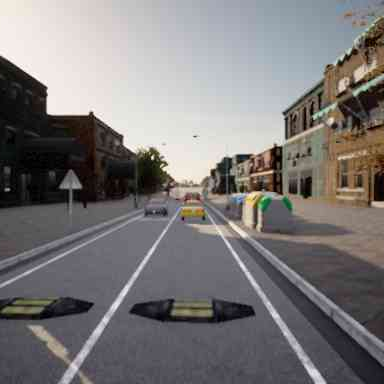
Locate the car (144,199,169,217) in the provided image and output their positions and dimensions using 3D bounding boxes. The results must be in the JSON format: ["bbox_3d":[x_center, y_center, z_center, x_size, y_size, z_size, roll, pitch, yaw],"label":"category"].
[{"bbox_3d":[-3.090,1.367,29.578,1.837,1.490,4.892,0,0,0],"label":"car"}]

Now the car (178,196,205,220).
[{"bbox_3d":[0.104,1.329,26.578,1.801,1.575,5.366,0,0,0],"label":"car"}]

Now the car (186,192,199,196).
[{"bbox_3d":[0.085,1.044,44.937,2.150,2.045,5.566,0,0,0],"label":"car"}]

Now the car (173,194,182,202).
[{"bbox_3d":[-2.986,1.267,70.744,1.882,1.535,5.008,0,0,0],"label":"car"}]
